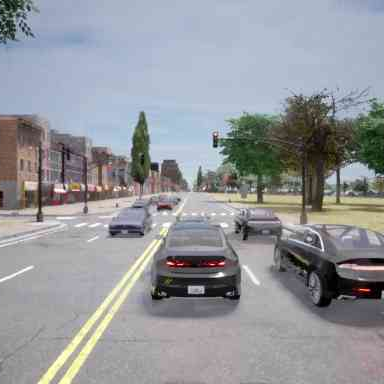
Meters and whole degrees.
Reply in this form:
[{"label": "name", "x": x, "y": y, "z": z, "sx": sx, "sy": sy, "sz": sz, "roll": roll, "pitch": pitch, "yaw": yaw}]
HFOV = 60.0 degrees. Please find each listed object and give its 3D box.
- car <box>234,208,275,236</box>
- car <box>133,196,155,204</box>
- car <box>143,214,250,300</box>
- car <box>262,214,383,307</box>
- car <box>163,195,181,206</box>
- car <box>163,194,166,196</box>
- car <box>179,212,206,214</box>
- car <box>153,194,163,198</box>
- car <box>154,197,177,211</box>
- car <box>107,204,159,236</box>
[{"label": "car", "x": 3.299, "y": 1.577, "z": 17.196, "sx": 2.128, "sy": 1.511, "sz": 4.902, "roll": 0, "pitch": 0, "yaw": 0}, {"label": "car", "x": -6.593, "y": 1.657, "z": 43.770, "sx": 2.033, "sy": 1.411, "sz": 5.357, "roll": 0, "pitch": 0, "yaw": 0}, {"label": "car", "x": 0.082, "y": 1.531, "z": 8.428, "sx": 1.837, "sy": 1.490, "sz": 4.892, "roll": 0, "pitch": 0, "yaw": 0}, {"label": "car", "x": 3.331, "y": 1.515, "z": 7.986, "sx": 2.128, "sy": 1.511, "sz": 4.902, "roll": 0, "pitch": 0, "yaw": 0}, {"label": "car", "x": -3.333, "y": 1.579, "z": 56.401, "sx": 1.994, "sy": 1.385, "sz": 4.181, "roll": 0, "pitch": 1, "yaw": 0}, {"label": "car", "x": -6.495, "y": 1.225, "z": 72.597, "sx": 2.097, "sy": 1.767, "sz": 4.553, "roll": 0, "pitch": 0, "yaw": 0}, {"label": "car", "x": 0.053, "y": 1.689, "z": 17.733, "sx": 1.895, "sy": 1.301, "sz": 4.718, "roll": 0, "pitch": 0, "yaw": 0}, {"label": "car", "x": -6.582, "y": 1.505, "z": 57.943, "sx": 1.837, "sy": 1.490, "sz": 4.892, "roll": 0, "pitch": 1, "yaw": 0}, {"label": "car", "x": -3.347, "y": 1.716, "z": 42.259, "sx": 1.895, "sy": 1.301, "sz": 4.718, "roll": 0, "pitch": 0, "yaw": 0}, {"label": "car", "x": -3.349, "y": 1.645, "z": 19.190, "sx": 2.033, "sy": 1.411, "sz": 5.357, "roll": 0, "pitch": 0, "yaw": 0}]
